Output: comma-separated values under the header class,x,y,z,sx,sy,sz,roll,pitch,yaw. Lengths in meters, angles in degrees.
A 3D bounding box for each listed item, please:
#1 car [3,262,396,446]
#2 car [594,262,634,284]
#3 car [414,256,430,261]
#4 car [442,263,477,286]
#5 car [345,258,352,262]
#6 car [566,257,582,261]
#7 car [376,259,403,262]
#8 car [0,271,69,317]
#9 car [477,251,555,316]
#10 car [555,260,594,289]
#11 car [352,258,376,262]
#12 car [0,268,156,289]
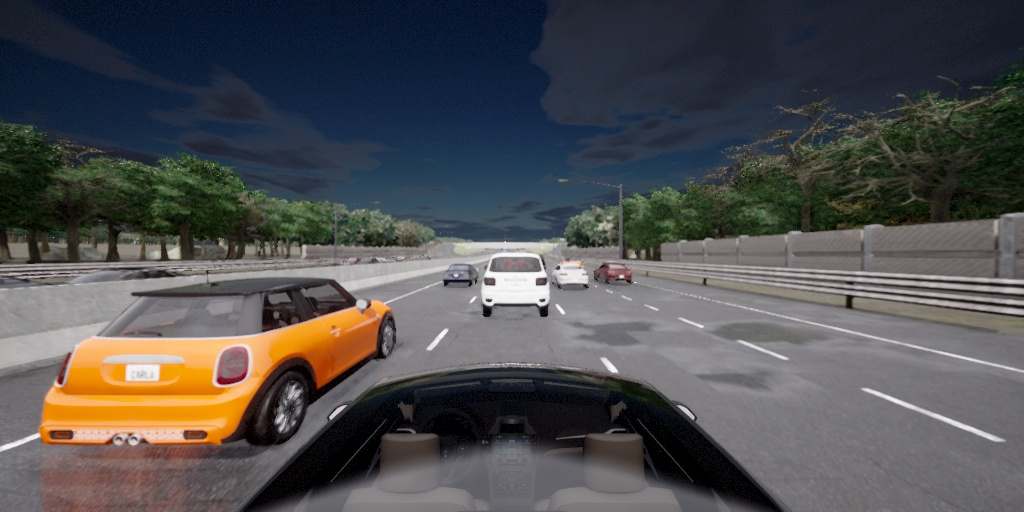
class,x,y,z,sx,sy,sz,roll,pitch,yaw
car,-3.396,1.085,5.425,2.097,1.767,4.553,0,0,0
car,7.163,1.175,25.665,1.812,1.442,4.674,0,0,0
car,-13.768,0.860,54.999,2.097,1.767,4.553,0,0,1
car,-3.347,1.202,24.042,2.033,1.411,5.357,0,0,0
car,-24.259,1.032,54.934,1.812,1.442,4.674,0,0,1
car,7.281,0.920,43.049,2.097,1.767,4.553,0,0,0
car,-17.304,1.070,51.892,2.033,1.411,5.357,0,0,1
car,-17.586,1.270,11.333,1.994,1.385,4.181,0,0,0
car,0.117,0.921,13.311,2.150,2.045,5.566,0,0,0
car,3.547,1.189,22.396,1.812,1.442,4.674,0,0,0
car,-20.802,1.026,51.909,1.837,1.490,4.892,0,0,1
car,-14.083,1.205,12.891,1.837,1.490,4.892,0,0,0
